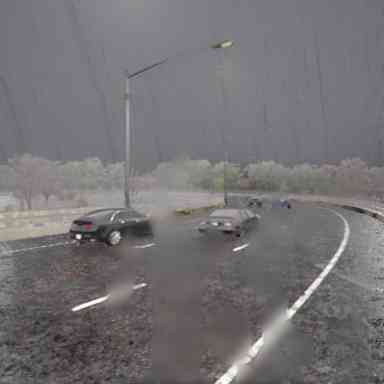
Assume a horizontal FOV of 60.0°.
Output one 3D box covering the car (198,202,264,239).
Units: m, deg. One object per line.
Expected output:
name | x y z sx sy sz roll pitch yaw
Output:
car | 2.196 1.490 17.263 2.033 1.411 5.357 0 0 28

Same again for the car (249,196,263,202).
car | 9.169 1.343 47.972 1.837 1.490 4.892 0 0 11

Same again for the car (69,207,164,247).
car | -3.143 1.460 14.918 1.837 1.490 4.892 0 0 30

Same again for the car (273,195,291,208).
car | 12.011 1.198 44.557 2.097 1.767 4.553 0 0 13
